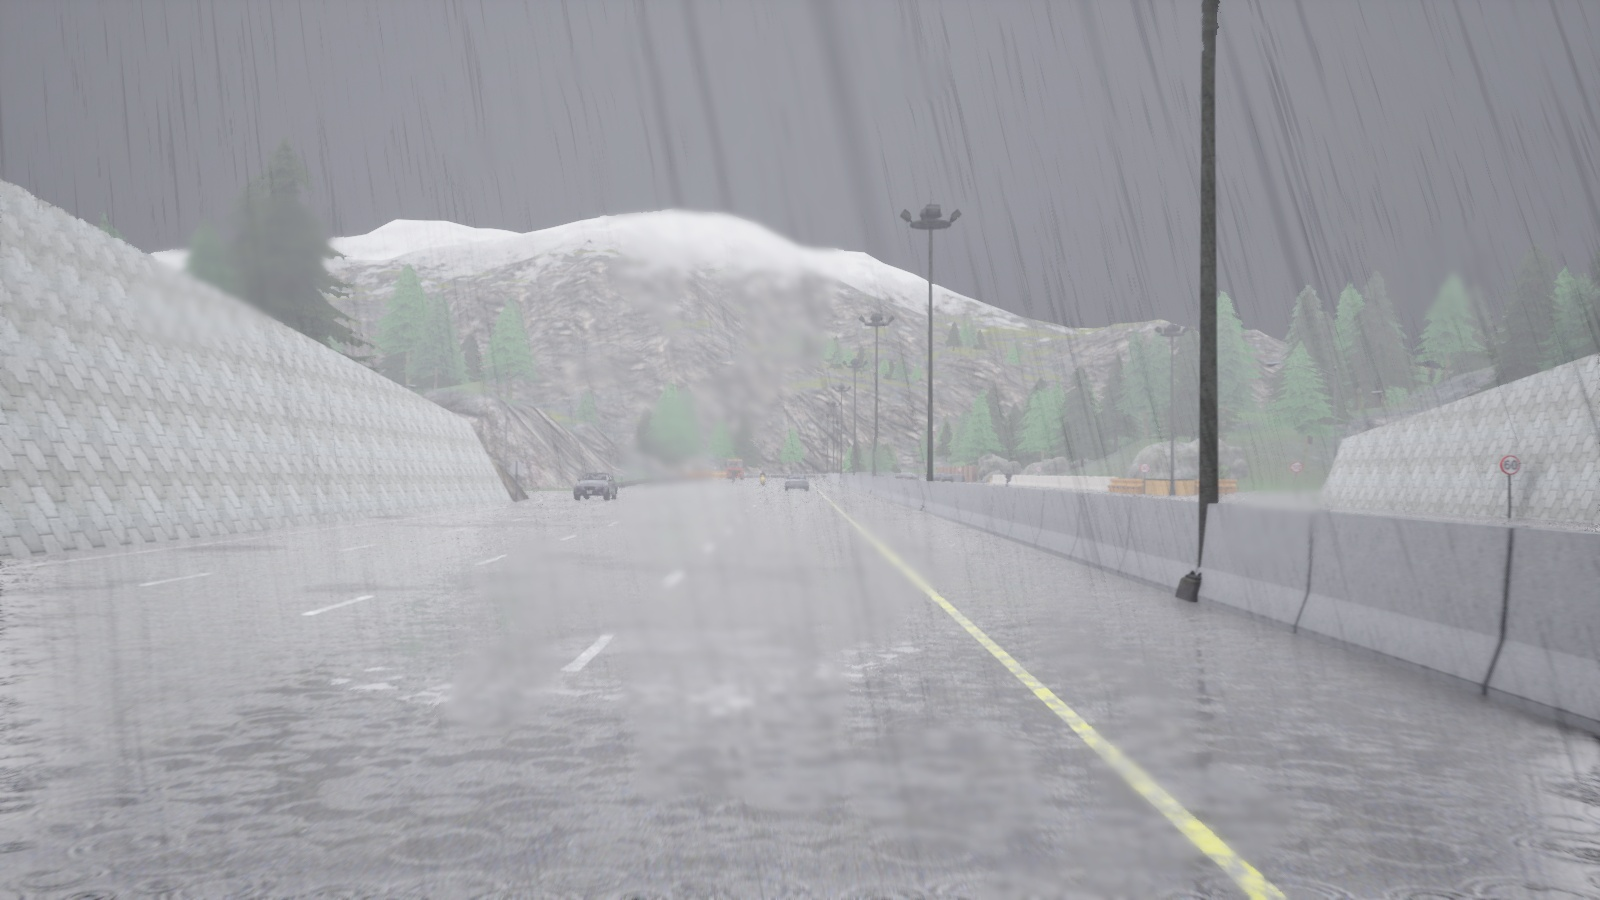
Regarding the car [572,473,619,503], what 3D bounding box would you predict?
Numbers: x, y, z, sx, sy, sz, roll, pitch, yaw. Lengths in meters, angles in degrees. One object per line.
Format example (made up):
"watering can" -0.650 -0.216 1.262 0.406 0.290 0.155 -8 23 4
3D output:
"car" -10.659 1.971 65.731 1.816 1.474 4.193 0 -1 0
